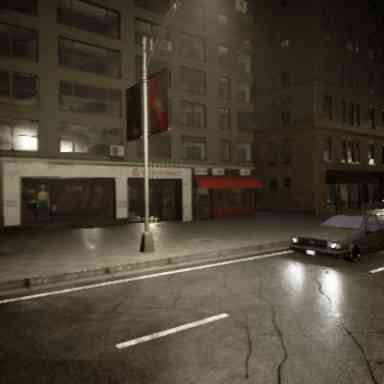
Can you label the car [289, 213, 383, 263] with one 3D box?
[{"bbox_3d":[5.840,1.457,11.798,5.357,1.411,2.033,-1,0,-35],"label":"car"}]
